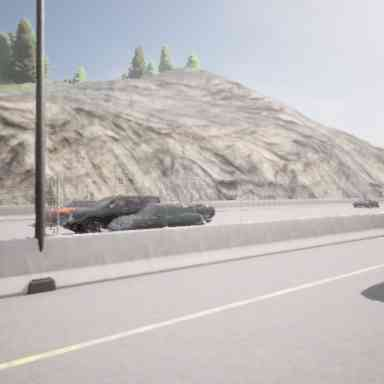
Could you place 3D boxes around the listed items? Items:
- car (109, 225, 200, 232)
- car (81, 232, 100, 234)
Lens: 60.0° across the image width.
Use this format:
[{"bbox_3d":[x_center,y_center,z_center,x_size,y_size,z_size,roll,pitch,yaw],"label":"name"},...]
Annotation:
[{"bbox_3d":[-1.651,1.354,15.714,4.553,1.767,2.097,0,0,-36],"label":"car"},{"bbox_3d":[-4.084,1.223,18.278,5.566,2.045,2.150,0,0,-36],"label":"car"}]
